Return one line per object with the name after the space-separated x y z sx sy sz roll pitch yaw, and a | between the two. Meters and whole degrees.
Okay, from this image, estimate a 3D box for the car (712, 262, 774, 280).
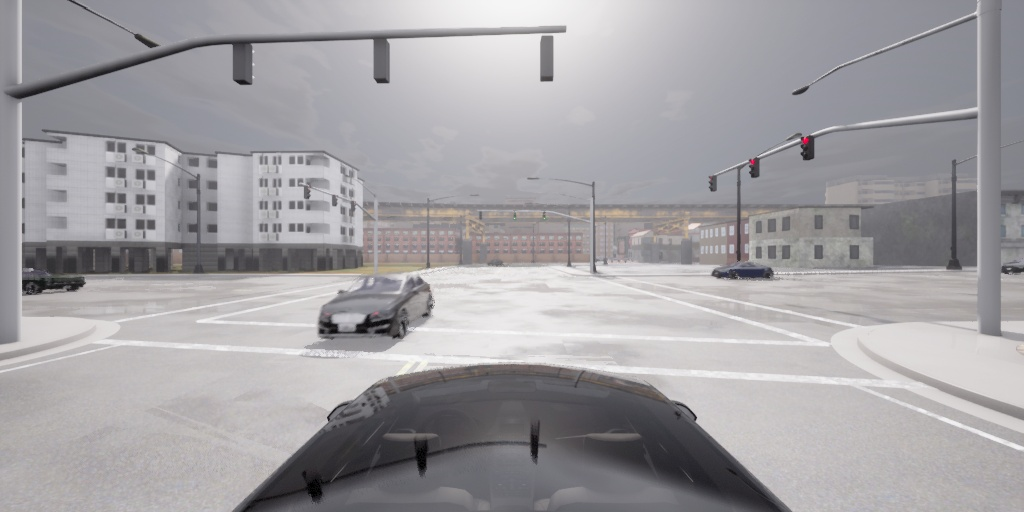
18.212 1.173 28.397 4.181 1.385 1.994 -1 0 1 | car

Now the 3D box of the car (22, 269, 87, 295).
-25.958 1.350 19.097 4.718 1.301 1.895 0 0 -1 | car

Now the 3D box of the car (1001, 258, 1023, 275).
40.743 0.801 27.934 4.181 1.385 1.994 -1 0 1 | car

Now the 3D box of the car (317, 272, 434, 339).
-3.506 1.243 10.067 2.128 1.511 4.902 0 0 0 | car
